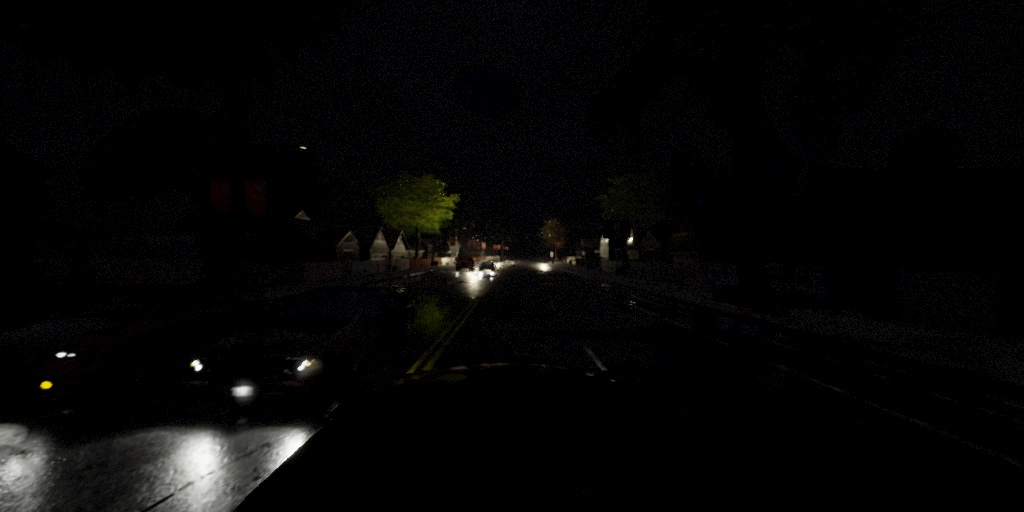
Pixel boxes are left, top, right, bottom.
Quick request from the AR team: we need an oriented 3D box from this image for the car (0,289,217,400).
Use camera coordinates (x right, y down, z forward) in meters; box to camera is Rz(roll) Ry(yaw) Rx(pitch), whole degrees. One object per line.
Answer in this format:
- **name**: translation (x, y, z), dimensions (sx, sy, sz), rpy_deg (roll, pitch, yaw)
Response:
- **car**: translation (-6.602, 1.320, 6.508), dimensions (1.994, 1.385, 4.181), rpy_deg (0, 0, 0)

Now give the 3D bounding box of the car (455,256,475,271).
- **car**: translation (-6.522, 0.997, 50.180), dimensions (2.150, 2.045, 5.566), rpy_deg (0, 0, 1)

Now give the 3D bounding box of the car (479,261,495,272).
- **car**: translation (-3.313, 1.379, 47.678), dimensions (1.895, 1.301, 4.718), rpy_deg (0, 0, 1)

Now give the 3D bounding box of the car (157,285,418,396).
- **car**: translation (-3.353, 1.305, 7.124), dimensions (2.033, 1.411, 5.357), rpy_deg (0, 0, 0)
